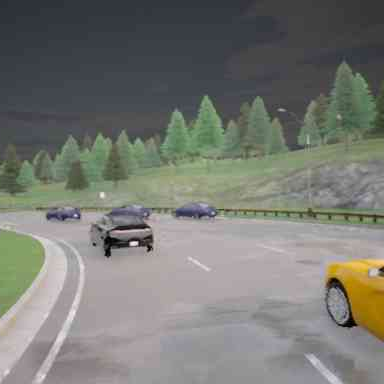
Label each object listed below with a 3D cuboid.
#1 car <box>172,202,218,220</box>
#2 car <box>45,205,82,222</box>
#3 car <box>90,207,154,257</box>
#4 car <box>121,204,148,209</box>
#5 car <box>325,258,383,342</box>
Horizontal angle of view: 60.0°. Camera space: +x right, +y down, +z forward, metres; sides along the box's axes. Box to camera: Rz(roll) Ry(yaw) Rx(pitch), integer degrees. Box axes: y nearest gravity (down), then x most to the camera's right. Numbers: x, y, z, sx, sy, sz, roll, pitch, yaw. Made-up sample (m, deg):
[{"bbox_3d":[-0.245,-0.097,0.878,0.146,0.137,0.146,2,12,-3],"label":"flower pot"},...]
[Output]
[{"bbox_3d":[0.190,1.599,28.511,1.812,1.442,4.674,-1,-1,-41],"label":"car"},{"bbox_3d":[-12.067,1.999,31.211,4.674,1.442,1.812,-2,-1,43],"label":"car"},{"bbox_3d":[-3.052,1.628,13.849,2.128,1.511,4.902,-1,0,-25],"label":"car"},{"bbox_3d":[-5.577,1.787,29.794,1.812,1.442,4.674,-1,-1,-45],"label":"car"},{"bbox_3d":[3.435,1.378,3.897,1.882,1.535,5.008,-1,0,-6],"label":"car"}]
